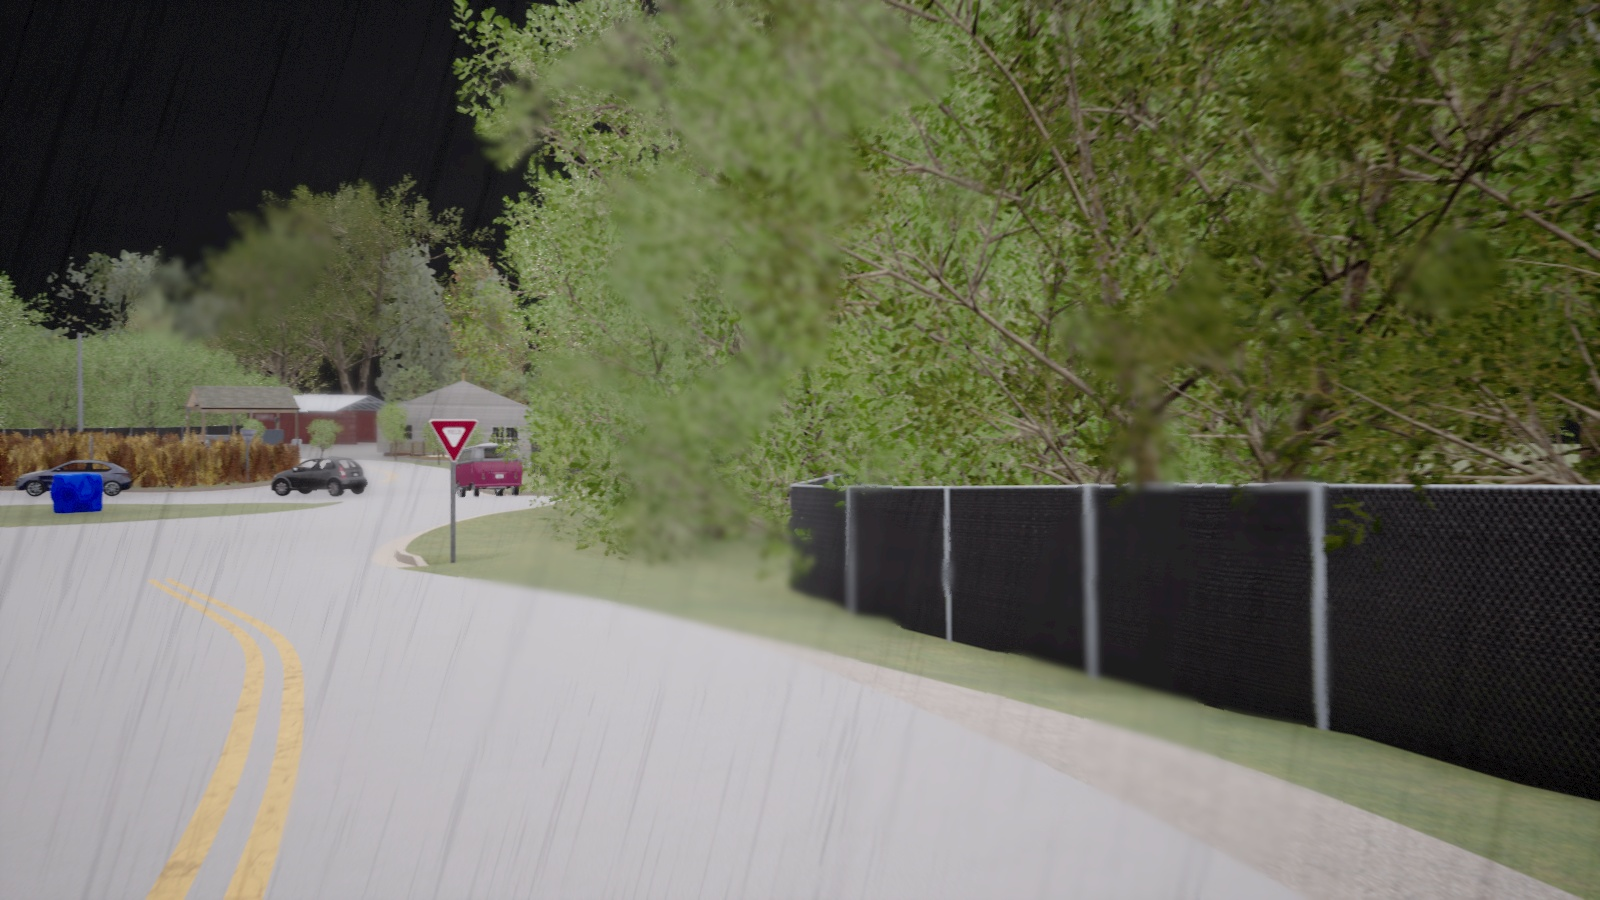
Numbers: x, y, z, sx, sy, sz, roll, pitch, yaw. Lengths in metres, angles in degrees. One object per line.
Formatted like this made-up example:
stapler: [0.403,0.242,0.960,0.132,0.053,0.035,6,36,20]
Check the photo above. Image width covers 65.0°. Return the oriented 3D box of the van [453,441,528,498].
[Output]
van: [-11.781,0.780,47.555,1.775,1.987,4.442,-1,-2,-27]

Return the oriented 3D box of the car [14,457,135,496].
car: [-30.013,1.104,52.072,4.193,1.474,1.816,1,1,-26]

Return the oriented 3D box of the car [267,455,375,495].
car: [-20.430,1.052,53.618,3.988,1.617,1.851,0,2,17]
